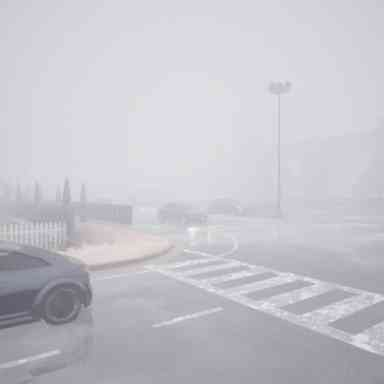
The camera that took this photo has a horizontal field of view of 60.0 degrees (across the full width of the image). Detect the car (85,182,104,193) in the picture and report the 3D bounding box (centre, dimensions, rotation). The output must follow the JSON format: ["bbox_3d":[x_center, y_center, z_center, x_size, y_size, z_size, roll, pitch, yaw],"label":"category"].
[{"bbox_3d":[-16.922,-0.881,57.389,2.097,1.767,4.553,0,7,-37],"label":"car"}]

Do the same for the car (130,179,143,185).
[{"bbox_3d":[-12.832,-1.488,69.592,1.882,1.535,5.008,0,7,-37],"label":"car"}]

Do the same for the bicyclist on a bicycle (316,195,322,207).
[{"bbox_3d":[18.052,1.291,47.357,1.656,1.620,0.582,0,0,-37],"label":"bicyclist on a bicycle"}]

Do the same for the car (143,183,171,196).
[{"bbox_3d":[-6.592,-0.187,61.289,1.882,1.535,5.008,0,7,-37],"label":"car"}]

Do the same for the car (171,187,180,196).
[{"bbox_3d":[-4.201,-0.267,63.930,1.882,1.535,5.008,0,7,-37],"label":"car"}]

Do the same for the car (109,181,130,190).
[{"bbox_3d":[-14.822,-1.300,66.248,1.882,1.535,5.008,0,7,-37],"label":"car"}]

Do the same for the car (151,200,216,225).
[{"bbox_3d":[-0.754,1.501,24.195,1.837,1.490,4.892,0,1,-37],"label":"car"}]

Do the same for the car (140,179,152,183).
[{"bbox_3d":[-10.507,-1.827,72.174,2.150,2.045,5.566,0,7,-37],"label":"car"}]

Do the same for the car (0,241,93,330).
[{"bbox_3d":[-3.851,1.564,5.536,4.181,1.385,1.994,0,0,-36],"label":"car"}]

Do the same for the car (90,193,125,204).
[{"bbox_3d":[-9.316,1.320,35.483,1.837,1.490,4.892,0,4,-37],"label":"car"}]

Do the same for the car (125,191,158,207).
[{"bbox_3d":[-7.153,1.086,44.231,2.033,1.411,5.357,0,4,-37],"label":"car"}]

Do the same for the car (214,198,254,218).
[{"bbox_3d":[3.494,1.344,30.177,2.097,1.767,4.553,0,0,-37],"label":"car"}]

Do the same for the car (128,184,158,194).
[{"bbox_3d":[-8.562,0.058,57.914,2.033,1.411,5.357,0,6,-37],"label":"car"}]
